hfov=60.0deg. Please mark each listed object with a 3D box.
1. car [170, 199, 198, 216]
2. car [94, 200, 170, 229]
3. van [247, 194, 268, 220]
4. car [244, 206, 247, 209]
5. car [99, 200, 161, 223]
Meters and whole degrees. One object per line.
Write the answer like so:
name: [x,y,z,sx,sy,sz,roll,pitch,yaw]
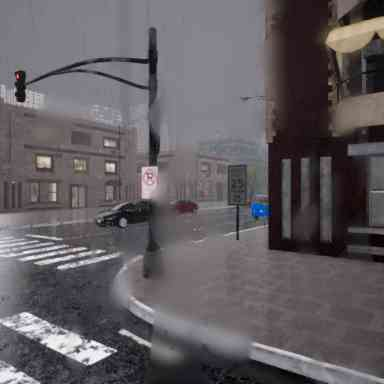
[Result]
car: [-1.066,1.309,28.807,1.802,1.307,4.206,1,1,35]
car: [-3.781,1.316,20.547,1.837,1.490,4.892,0,2,35]
van: [5.770,1.047,23.955,1.690,1.788,3.998,1,1,35]
car: [7.317,1.162,36.109,1.994,1.385,4.181,0,1,36]
car: [-4.371,1.358,24.168,1.947,1.339,4.313,1,1,35]
